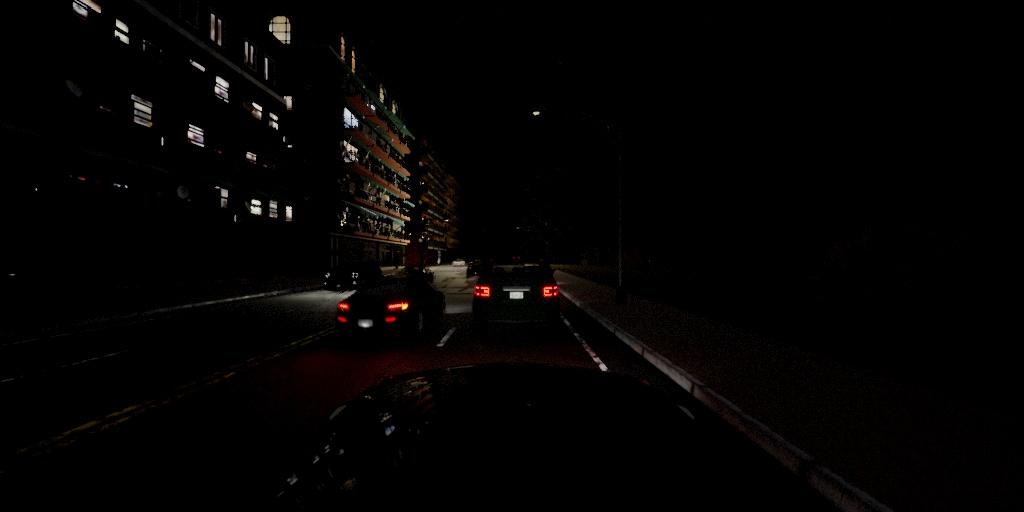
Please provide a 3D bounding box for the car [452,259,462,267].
[{"bbox_3d":[-9.624,1.274,64.710,1.812,1.442,4.674,0,0,1],"label":"car"}]

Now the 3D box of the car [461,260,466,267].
[{"bbox_3d":[-3.064,1.244,33.089,2.128,1.511,4.902,0,0,0],"label":"car"}]

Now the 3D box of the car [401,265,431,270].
[{"bbox_3d":[-6.538,1.300,24.220,2.033,1.411,5.357,0,0,0],"label":"car"}]

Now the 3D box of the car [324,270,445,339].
[{"bbox_3d":[-3.129,1.277,9.971,1.812,1.442,4.674,0,0,0],"label":"car"}]

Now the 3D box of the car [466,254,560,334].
[{"bbox_3d":[0.119,0.973,10.714,2.150,2.045,5.566,0,0,0],"label":"car"}]

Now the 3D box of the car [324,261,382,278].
[{"bbox_3d":[-9.794,1.104,22.482,2.097,1.767,4.553,0,0,0],"label":"car"}]
